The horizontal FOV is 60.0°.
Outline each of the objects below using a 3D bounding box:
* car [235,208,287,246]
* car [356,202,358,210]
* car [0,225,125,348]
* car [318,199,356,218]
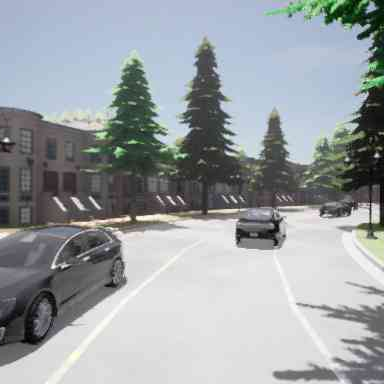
[{"bbox_3d":[3.331,1.513,15.651,2.128,1.511,4.902,0,0,20],"label":"car"},{"bbox_3d":[19.998,1.636,43.389,4.902,1.511,2.128,1,0,-44],"label":"car"},{"bbox_3d":[-2.860,1.480,6.533,1.837,1.490,4.892,0,0,10],"label":"car"},{"bbox_3d":[13.808,1.624,31.923,1.812,1.442,4.674,0,0,43],"label":"car"}]
